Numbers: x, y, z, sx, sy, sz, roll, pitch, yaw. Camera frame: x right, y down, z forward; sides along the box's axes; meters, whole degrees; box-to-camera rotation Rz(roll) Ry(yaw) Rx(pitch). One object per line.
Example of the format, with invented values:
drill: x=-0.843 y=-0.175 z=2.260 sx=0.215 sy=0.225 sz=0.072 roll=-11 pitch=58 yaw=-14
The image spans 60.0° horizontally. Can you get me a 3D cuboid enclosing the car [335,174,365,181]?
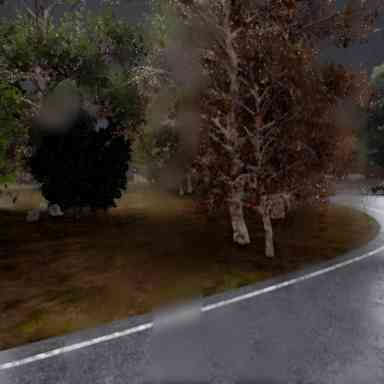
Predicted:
car: x=30.860 y=-2.781 z=64.224 sx=4.674 sy=1.442 sz=1.812 roll=-4 pitch=3 yaw=-6

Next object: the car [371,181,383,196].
car: x=20.455 y=-0.463 z=32.892 sx=4.892 sy=1.490 sz=1.837 roll=-1 pitch=5 yaw=45

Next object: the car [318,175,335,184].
car: x=27.361 y=-2.701 z=66.890 sx=4.674 sy=1.442 sz=1.812 roll=-4 pitch=3 yaw=-15
